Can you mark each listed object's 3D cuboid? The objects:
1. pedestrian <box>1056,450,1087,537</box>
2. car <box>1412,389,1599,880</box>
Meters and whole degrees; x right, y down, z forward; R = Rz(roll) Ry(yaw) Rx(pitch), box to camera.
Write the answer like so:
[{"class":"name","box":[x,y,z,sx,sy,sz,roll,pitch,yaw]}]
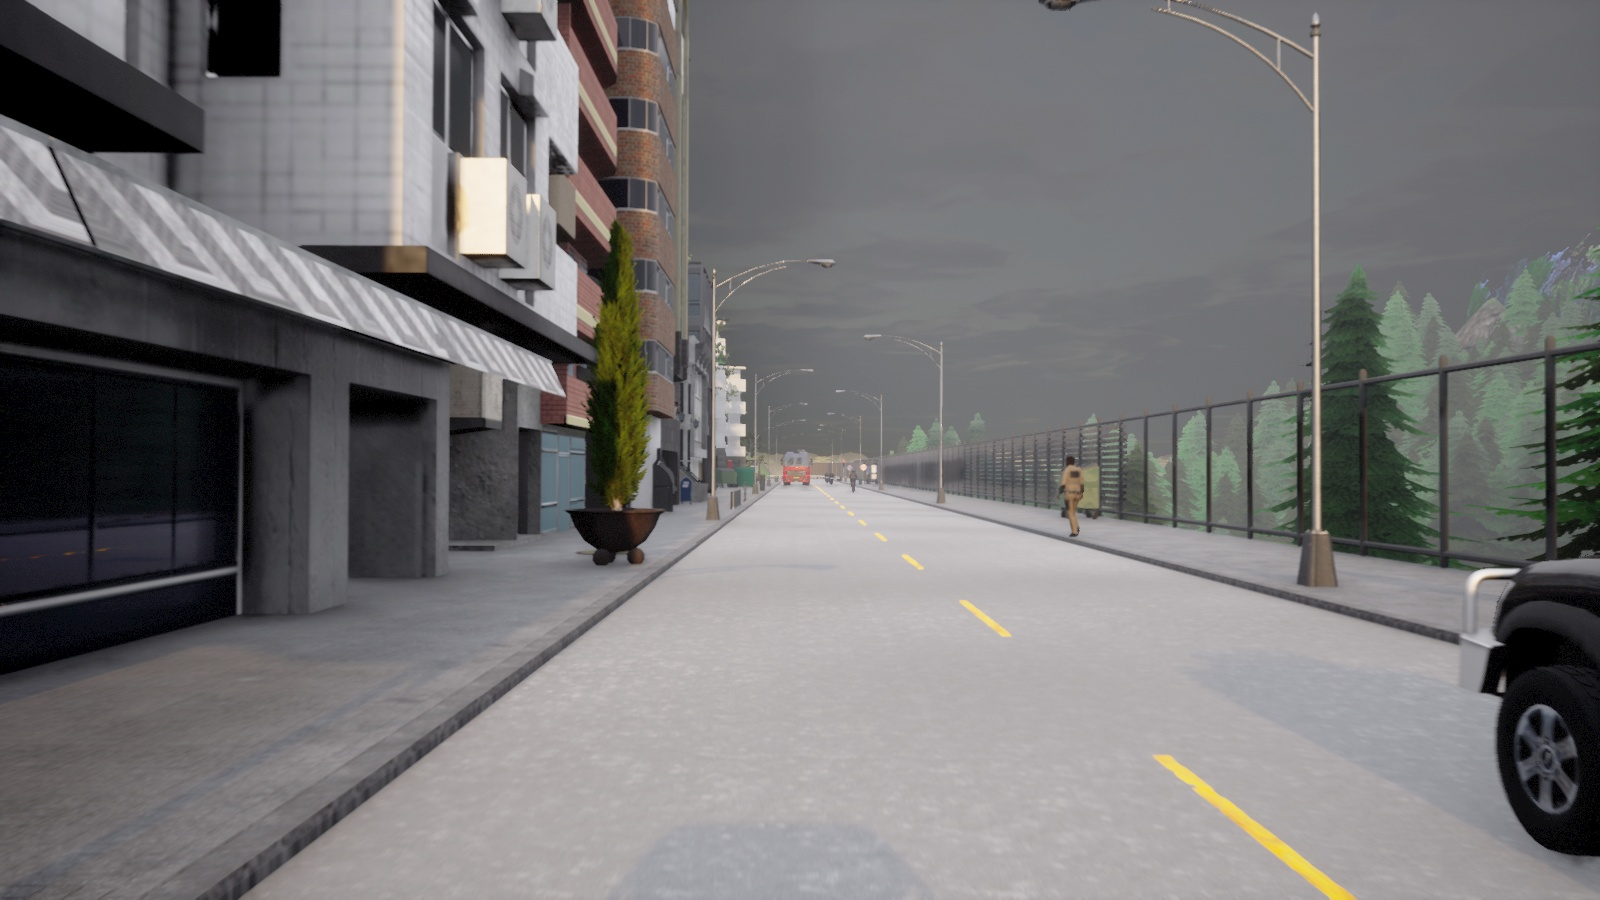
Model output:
[{"class":"pedestrian","box":[6.099,0.973,28.236,0.396,1.930,0.692,0,-1,-14]},{"class":"car","box":[3.987,0.680,3.867,1.932,1.855,4.605,0,-1,0]}]
